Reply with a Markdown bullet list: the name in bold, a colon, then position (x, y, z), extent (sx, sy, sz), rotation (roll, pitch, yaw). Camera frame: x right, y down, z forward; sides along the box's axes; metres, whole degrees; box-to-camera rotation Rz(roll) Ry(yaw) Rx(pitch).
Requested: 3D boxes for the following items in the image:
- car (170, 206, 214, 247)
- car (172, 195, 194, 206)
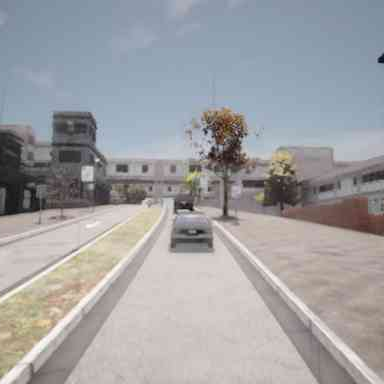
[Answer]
- **car**: position (-0.050, 1.592, 15.337), extent (2.033, 1.411, 5.357), rotation (0, 0, -1)
- **car**: position (-1.015, 1.324, 37.341), extent (2.150, 2.045, 5.566), rotation (0, 0, -4)
